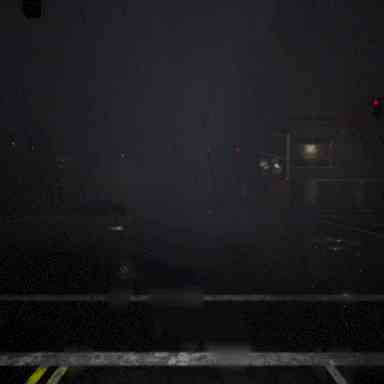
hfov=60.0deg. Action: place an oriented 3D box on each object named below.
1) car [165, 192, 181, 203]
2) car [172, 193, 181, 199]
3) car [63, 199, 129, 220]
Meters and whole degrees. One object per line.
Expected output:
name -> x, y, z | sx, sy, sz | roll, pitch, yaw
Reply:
car -> -3.560, 0.953, 59.021 | 2.097, 1.767, 4.553 | 0, 0, 0
car -> -3.509, 0.883, 75.246 | 1.812, 1.442, 4.674 | 0, 0, 0
car -> -7.320, 1.324, 25.573 | 4.892, 1.490, 1.837 | 0, 0, -1
